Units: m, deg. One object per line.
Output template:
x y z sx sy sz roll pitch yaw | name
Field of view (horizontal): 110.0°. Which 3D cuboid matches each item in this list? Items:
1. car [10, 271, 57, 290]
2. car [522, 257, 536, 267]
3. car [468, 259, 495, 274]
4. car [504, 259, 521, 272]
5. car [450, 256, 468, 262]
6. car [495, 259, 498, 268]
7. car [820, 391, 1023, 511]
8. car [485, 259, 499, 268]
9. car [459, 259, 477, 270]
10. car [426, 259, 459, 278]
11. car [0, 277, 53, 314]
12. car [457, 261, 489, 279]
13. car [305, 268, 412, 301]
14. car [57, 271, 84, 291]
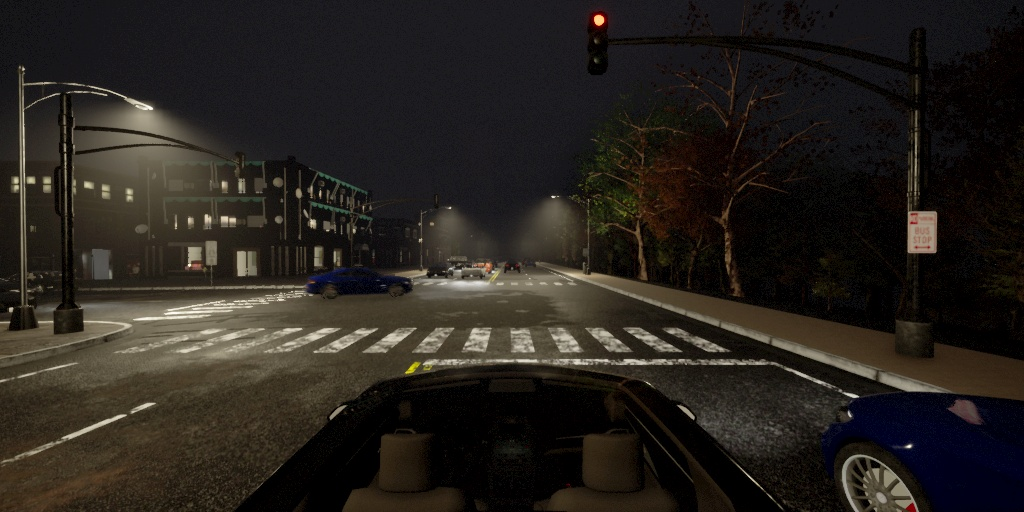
-23.703 1.506 15.557 4.902 1.511 2.128 -1 1 0 | car
3.227 1.274 63.694 2.033 1.411 5.357 0 0 0 | car
-3.423 1.089 41.254 2.097 1.767 4.553 0 0 0 | car
0.012 1.261 44.693 1.812 1.442 4.674 0 0 0 | car
-6.674 0.957 44.237 2.150 2.045 5.566 0 0 0 | car
-3.436 1.224 51.286 2.128 1.511 4.902 0 0 0 | car
3.358 1.276 0.888 1.812 1.442 4.674 0 0 1 | car
-3.431 1.219 61.705 2.128 1.511 4.902 0 0 0 | car
-6.696 1.222 54.641 2.128 1.511 4.902 0 0 0 | car
-6.659 1.287 34.001 2.033 1.411 5.357 0 0 0 | car
-19.970 1.565 12.853 4.313 1.339 1.948 0 0 0 | car
-3.407 1.341 32.282 1.895 1.301 4.718 0 0 0 | car
-7.202 1.268 17.158 4.674 1.442 1.812 0 0 -20 | car
-28.321 1.560 21.348 4.403 1.370 2.007 0 0 0 | car
